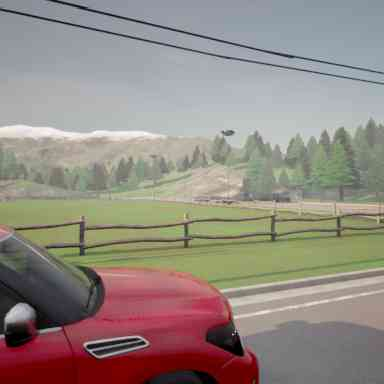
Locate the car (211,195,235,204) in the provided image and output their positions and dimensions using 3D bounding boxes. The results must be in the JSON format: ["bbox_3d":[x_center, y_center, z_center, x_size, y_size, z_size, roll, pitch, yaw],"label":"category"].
[{"bbox_3d":[6.048,1.564,65.095,1.994,1.385,4.181,0,0,-23],"label":"car"}]

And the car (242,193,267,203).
[{"bbox_3d":[12.475,1.491,67.743,2.128,1.511,4.902,0,0,-24],"label":"car"}]

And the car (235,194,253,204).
[{"bbox_3d":[9.362,1.547,66.239,2.033,1.411,5.357,0,0,-23],"label":"car"}]

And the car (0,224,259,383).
[{"bbox_3d":[-2.188,1.222,2.606,5.566,2.045,2.150,0,0,-24],"label":"car"}]

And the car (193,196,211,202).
[{"bbox_3d":[1.962,1.488,74.251,2.033,1.411,5.357,0,0,-24],"label":"car"}]

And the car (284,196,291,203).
[{"bbox_3d":[18.880,1.500,70.567,1.837,1.490,4.892,0,0,-24],"label":"car"}]

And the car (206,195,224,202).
[{"bbox_3d":[5.166,1.488,75.661,2.033,1.411,5.357,0,0,-24],"label":"car"}]

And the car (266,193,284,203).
[{"bbox_3d":[15.808,1.225,68.859,2.150,2.045,5.566,0,0,-24],"label":"car"}]

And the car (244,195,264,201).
[{"bbox_3d":[14.777,1.483,79.890,2.033,1.411,5.357,0,0,-24],"label":"car"}]
